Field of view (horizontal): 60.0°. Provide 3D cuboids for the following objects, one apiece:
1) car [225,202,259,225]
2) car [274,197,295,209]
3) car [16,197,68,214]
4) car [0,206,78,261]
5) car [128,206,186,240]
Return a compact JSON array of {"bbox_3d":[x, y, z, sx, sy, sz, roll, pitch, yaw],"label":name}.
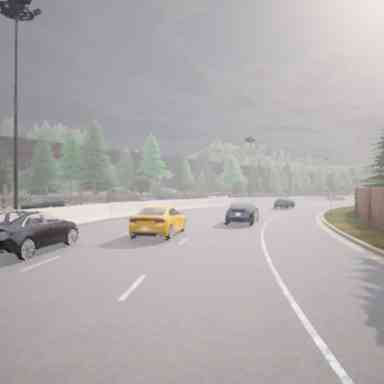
[{"bbox_3d":[3.633,1.465,23.716,2.163,1.488,4.792,0,0,17],"label":"car"},{"bbox_3d":[12.388,1.459,44.338,2.128,1.511,4.902,0,0,31],"label":"car"},{"bbox_3d":[-15.226,1.287,34.058,1.882,1.535,5.008,0,0,19],"label":"car"},{"bbox_3d":[-5.896,1.421,12.048,2.128,1.511,4.902,0,0,8],"label":"car"},{"bbox_3d":[-1.583,1.423,16.784,1.882,1.535,5.008,0,0,11],"label":"car"}]
